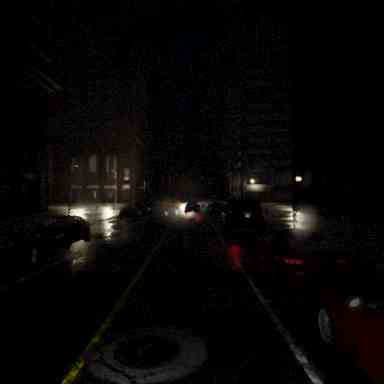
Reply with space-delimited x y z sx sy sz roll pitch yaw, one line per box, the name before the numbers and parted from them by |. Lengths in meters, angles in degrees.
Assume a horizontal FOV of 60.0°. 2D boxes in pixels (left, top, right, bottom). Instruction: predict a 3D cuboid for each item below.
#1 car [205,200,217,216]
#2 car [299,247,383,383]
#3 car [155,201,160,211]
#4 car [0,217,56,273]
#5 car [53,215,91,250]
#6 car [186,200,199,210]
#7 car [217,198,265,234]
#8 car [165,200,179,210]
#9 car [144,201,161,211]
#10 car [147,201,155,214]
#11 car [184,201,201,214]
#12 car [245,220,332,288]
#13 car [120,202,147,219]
car | 2.796 1.883 37.345 1.947 1.339 4.313 0 -1 0
car | 2.763 1.612 3.529 1.802 1.307 4.206 0 0 0
car | -5.723 1.933 42.987 1.947 1.339 4.313 0 -1 0
car | -5.756 1.626 9.168 2.008 1.369 4.403 0 0 0
car | -5.751 1.704 14.805 1.802 1.307 4.206 0 0 0
car | 0.052 2.011 51.755 1.994 1.385 4.181 0 -1 0
car | 3.021 1.397 20.688 2.150 2.045 5.566 0 0 0
car | -2.988 1.917 50.951 1.882 1.535 5.008 0 -1 1
car | -5.718 1.969 48.624 2.008 1.369 4.403 0 -1 0
car | -5.729 1.883 37.351 1.947 1.339 4.313 0 -1 0
car | 0.080 1.941 39.924 1.895 1.301 4.718 0 -1 1
car | 2.769 1.658 9.166 1.802 1.307 4.206 0 0 0
car | -5.734 1.849 31.714 1.802 1.307 4.206 0 0 0
